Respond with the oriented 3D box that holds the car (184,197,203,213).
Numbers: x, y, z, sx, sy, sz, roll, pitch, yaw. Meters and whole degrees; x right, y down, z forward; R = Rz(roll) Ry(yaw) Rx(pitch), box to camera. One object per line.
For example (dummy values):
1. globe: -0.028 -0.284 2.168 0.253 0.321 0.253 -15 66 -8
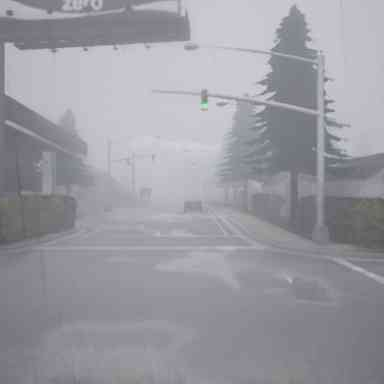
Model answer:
1. car: 0.128 1.297 34.860 1.882 1.535 5.008 0 0 1
